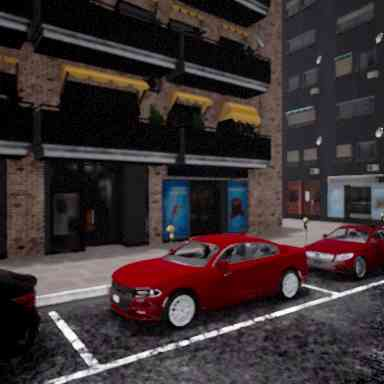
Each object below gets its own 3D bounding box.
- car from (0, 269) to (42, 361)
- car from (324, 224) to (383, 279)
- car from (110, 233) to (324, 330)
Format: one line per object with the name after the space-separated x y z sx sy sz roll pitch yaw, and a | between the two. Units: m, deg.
-4.017 1.554 3.706 4.313 1.339 1.947 1 -1 -36 | car
5.102 1.676 10.215 4.206 1.307 1.802 1 -1 -36 | car
0.542 1.586 6.962 4.507 1.381 1.887 1 -1 -36 | car
